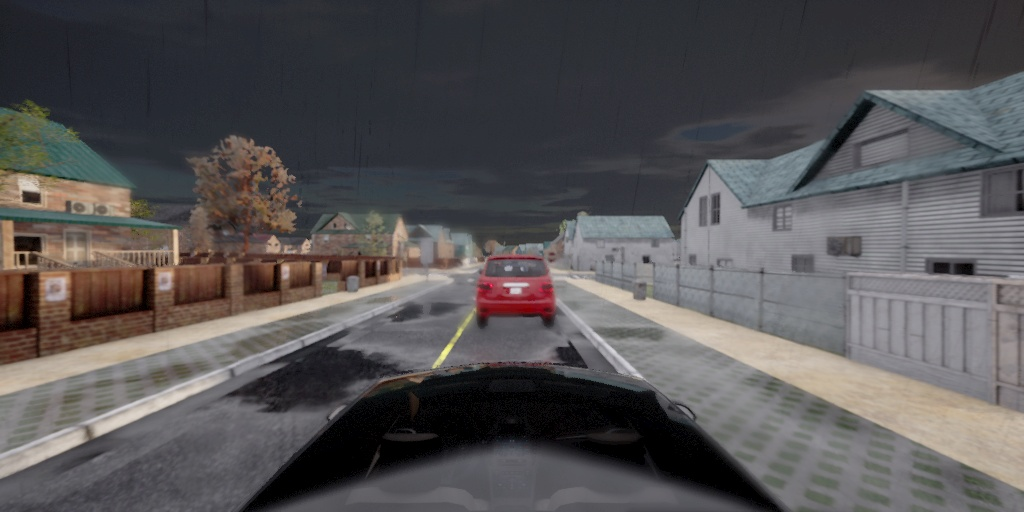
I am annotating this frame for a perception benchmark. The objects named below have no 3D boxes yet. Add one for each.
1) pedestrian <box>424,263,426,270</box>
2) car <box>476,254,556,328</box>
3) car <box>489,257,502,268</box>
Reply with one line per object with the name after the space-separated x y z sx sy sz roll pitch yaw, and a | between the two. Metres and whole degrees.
-9.677 0.634 40.041 0.375 1.860 0.375 0 0 1 | pedestrian
0.100 0.972 11.582 2.150 2.045 5.566 0 0 0 | car
-2.785 1.126 62.169 2.097 1.767 4.553 0 0 0 | car
